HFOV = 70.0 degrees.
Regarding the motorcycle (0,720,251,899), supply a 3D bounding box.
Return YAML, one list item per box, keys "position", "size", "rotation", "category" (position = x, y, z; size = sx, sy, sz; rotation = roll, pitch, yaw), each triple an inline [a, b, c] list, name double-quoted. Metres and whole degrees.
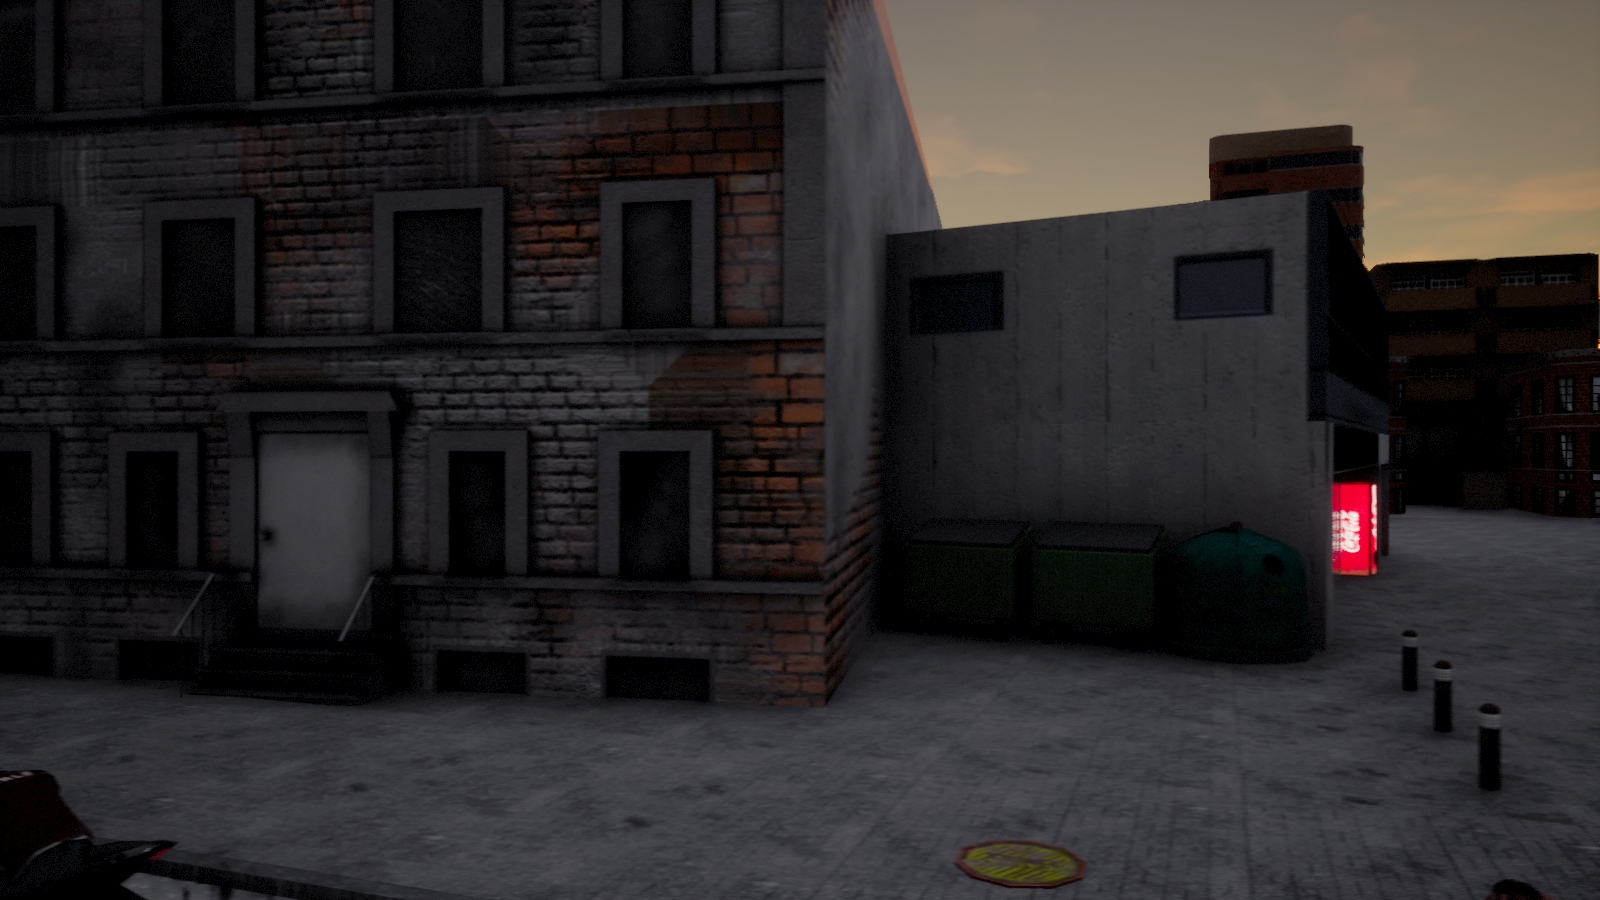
- position: [-3.683, 1.985, 5.162]
  size: [2.209, 1.251, 0.867]
  rotation: [0, 0, 20]
  category: "motorcycle"
